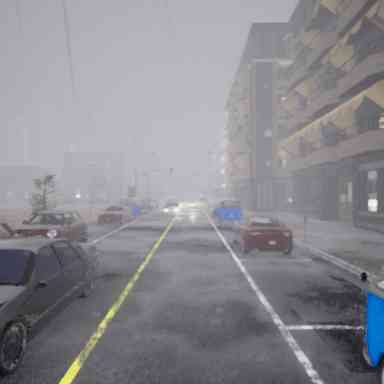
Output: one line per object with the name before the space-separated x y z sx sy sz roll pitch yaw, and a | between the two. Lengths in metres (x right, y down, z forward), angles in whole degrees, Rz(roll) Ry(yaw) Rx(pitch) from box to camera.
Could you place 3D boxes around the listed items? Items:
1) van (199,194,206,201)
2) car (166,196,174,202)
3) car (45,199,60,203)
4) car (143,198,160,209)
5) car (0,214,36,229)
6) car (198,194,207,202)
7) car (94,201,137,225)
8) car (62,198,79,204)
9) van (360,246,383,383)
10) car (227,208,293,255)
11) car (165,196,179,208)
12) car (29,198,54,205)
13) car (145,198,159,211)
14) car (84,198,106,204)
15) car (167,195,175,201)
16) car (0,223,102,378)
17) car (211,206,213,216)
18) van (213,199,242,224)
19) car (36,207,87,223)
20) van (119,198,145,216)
van | 2.704 1.471 85.354 1.690 1.788 3.998 1 0 0
car | -5.680 1.712 85.319 1.802 1.307 4.206 1 0 0
car | -26.377 1.601 59.022 4.097 1.590 1.967 0 -1 1
car | -5.647 1.639 47.254 1.887 1.381 4.507 1 0 0
car | -5.651 1.460 7.734 1.967 1.590 4.097 1 0 0
car | 2.701 1.677 79.775 2.008 1.369 4.403 1 0 0
car | -5.646 1.601 24.671 1.887 1.381 4.507 1 0 0
car | -25.199 1.859 67.643 4.313 1.339 1.947 0 -1 1
van | 2.704 1.347 2.119 1.690 1.788 3.998 1 0 0
car | 2.701 1.578 13.413 1.887 1.381 4.507 1 0 0
car | -3.001 1.743 50.734 1.895 1.301 4.718 0 0 0
car | -30.679 1.901 67.717 4.206 1.307 1.802 0 -1 1
car | -5.645 1.525 41.609 1.967 1.590 4.097 1 0 0
car | -19.718 1.819 67.568 4.403 1.369 2.008 0 -1 1
car | -5.679 1.678 90.899 1.887 1.381 4.507 1 0 0
car | -3.100 1.563 5.804 2.033 1.411 5.357 0 0 0
car | 2.701 1.633 30.350 1.947 1.339 4.313 1 0 0
van | 2.704 1.398 24.705 1.690 1.788 3.998 1 0 0
car | -5.645 1.473 13.380 1.967 1.590 4.097 1 0 0
van | -5.644 1.408 30.317 1.690 1.788 3.998 1 0 0
